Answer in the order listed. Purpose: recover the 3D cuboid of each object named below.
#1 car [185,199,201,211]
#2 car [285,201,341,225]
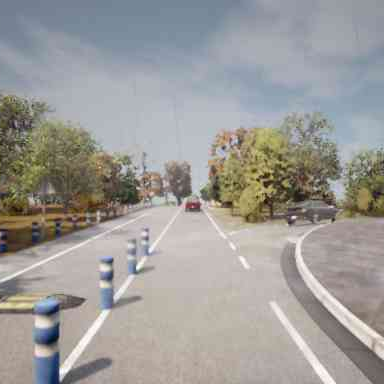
[{"bbox_3d":[0.109,1.605,42.742,1.882,1.535,5.008,0,0,0],"label":"car"},{"bbox_3d":[8.069,1.360,22.088,4.892,1.490,1.837,1,-7,-42],"label":"car"}]
